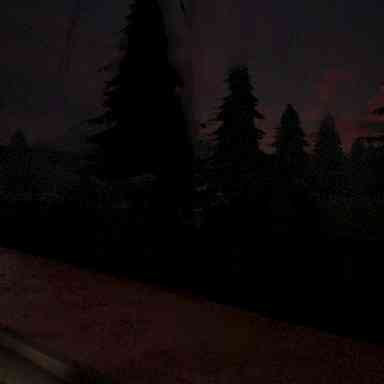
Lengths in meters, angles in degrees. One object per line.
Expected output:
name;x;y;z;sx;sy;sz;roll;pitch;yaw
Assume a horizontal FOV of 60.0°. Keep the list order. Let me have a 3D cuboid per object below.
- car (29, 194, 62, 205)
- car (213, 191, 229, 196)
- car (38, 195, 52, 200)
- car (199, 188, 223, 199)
car;-24.200;1.222;55.090;2.097;1.767;4.553;0;0;36
car;6.487;0.237;61.881;2.033;1.411;5.357;0;6;35
car;-22.066;1.449;52.094;1.994;1.385;4.181;0;0;36
car;3.636;0.229;63.911;2.033;1.411;5.357;0;6;35
